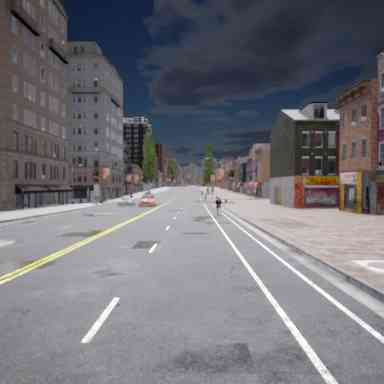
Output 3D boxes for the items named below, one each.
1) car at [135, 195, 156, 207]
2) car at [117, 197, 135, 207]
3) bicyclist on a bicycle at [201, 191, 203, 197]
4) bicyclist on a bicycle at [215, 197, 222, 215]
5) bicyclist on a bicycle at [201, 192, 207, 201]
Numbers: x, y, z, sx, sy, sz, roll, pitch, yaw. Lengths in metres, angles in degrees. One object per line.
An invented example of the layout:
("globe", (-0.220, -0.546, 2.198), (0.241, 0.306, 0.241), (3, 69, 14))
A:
("car", (-6.283, 1.194, 47.028), (2.097, 1.767, 4.553), (0, 1, 1))
("car", (-9.520, 1.435, 48.285), (1.895, 1.301, 4.718), (0, 0, 1))
("bicyclist on a bicycle", (2.811, 0.559, 92.592), (0.659, 1.776, 1.843), (0, 2, 0))
("bicyclist on a bicycle", (2.436, 1.313, 30.855), (0.659, 1.776, 1.843), (0, 0, 0))
("bicyclist on a bicycle", (2.614, 1.001, 63.921), (0.866, 1.612, 1.509), (-1, 1, 0))
